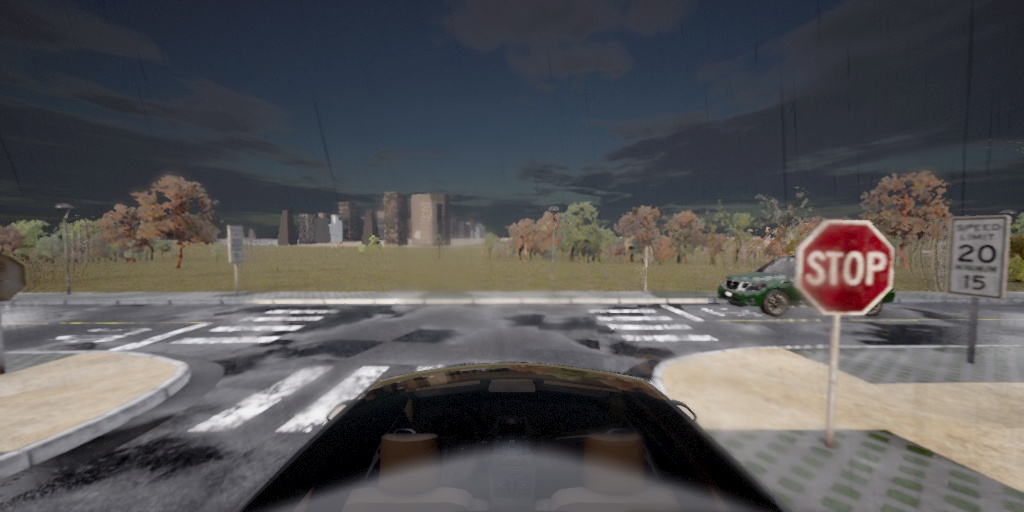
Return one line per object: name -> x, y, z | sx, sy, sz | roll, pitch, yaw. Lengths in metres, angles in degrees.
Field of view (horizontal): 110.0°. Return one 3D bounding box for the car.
car -> 10.712, 1.017, 13.248 | 5.566, 2.045, 2.150 | 0, 3, -2
